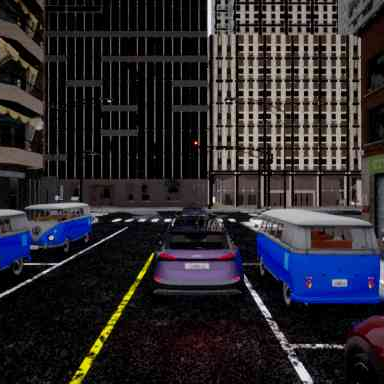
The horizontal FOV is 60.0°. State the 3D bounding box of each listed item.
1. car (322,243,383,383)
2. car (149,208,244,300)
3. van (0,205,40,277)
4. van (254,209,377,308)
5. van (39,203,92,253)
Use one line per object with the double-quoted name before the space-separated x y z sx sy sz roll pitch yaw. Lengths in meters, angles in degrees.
"car" 2.569 1.440 1.935 1.967 1.590 4.097 0 0 0
"car" 0.098 1.432 8.381 2.033 1.649 4.856 0 0 0
"van" -5.312 1.343 7.618 1.690 1.788 3.998 0 0 0
"van" 2.568 1.343 7.625 1.690 1.788 3.998 0 0 0
"van" -5.314 1.346 13.308 1.690 1.788 3.998 0 0 0
